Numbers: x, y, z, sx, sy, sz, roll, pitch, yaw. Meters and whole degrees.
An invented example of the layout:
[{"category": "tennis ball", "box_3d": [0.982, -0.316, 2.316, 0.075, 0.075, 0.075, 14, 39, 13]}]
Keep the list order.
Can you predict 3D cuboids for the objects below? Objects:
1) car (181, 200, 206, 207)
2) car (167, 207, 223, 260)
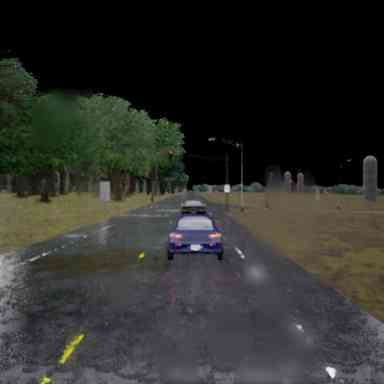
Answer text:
[{"category": "car", "box_3d": [0.110, 1.364, 26.788, 1.882, 1.535, 5.008, 0, 0, 0]}, {"category": "car", "box_3d": [0.105, 1.496, 12.239, 1.812, 1.442, 4.674, 0, 0, 0]}]
